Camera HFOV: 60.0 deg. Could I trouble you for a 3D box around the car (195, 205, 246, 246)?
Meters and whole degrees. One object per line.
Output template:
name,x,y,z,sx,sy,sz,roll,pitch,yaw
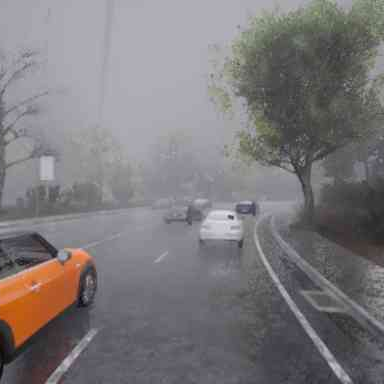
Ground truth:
car,1.425,1.546,15.305,1.812,1.442,4.674,0,0,8

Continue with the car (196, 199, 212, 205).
car,1.192,1.558,42.025,1.812,1.442,4.674,0,0,22

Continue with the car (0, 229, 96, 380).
car,-3.101,1.345,5.114,2.097,1.767,4.553,0,0,3

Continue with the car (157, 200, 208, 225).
car,-0.534,1.565,24.055,2.033,1.411,5.357,0,0,13

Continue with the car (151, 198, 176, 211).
car,-3.232,1.514,40.193,1.837,1.490,4.892,0,-1,20

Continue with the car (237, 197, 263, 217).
car,5.536,1.532,32.838,1.882,1.535,5.008,0,0,17

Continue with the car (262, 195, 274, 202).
car,17.082,1.429,76.064,2.128,1.511,4.902,0,0,38
